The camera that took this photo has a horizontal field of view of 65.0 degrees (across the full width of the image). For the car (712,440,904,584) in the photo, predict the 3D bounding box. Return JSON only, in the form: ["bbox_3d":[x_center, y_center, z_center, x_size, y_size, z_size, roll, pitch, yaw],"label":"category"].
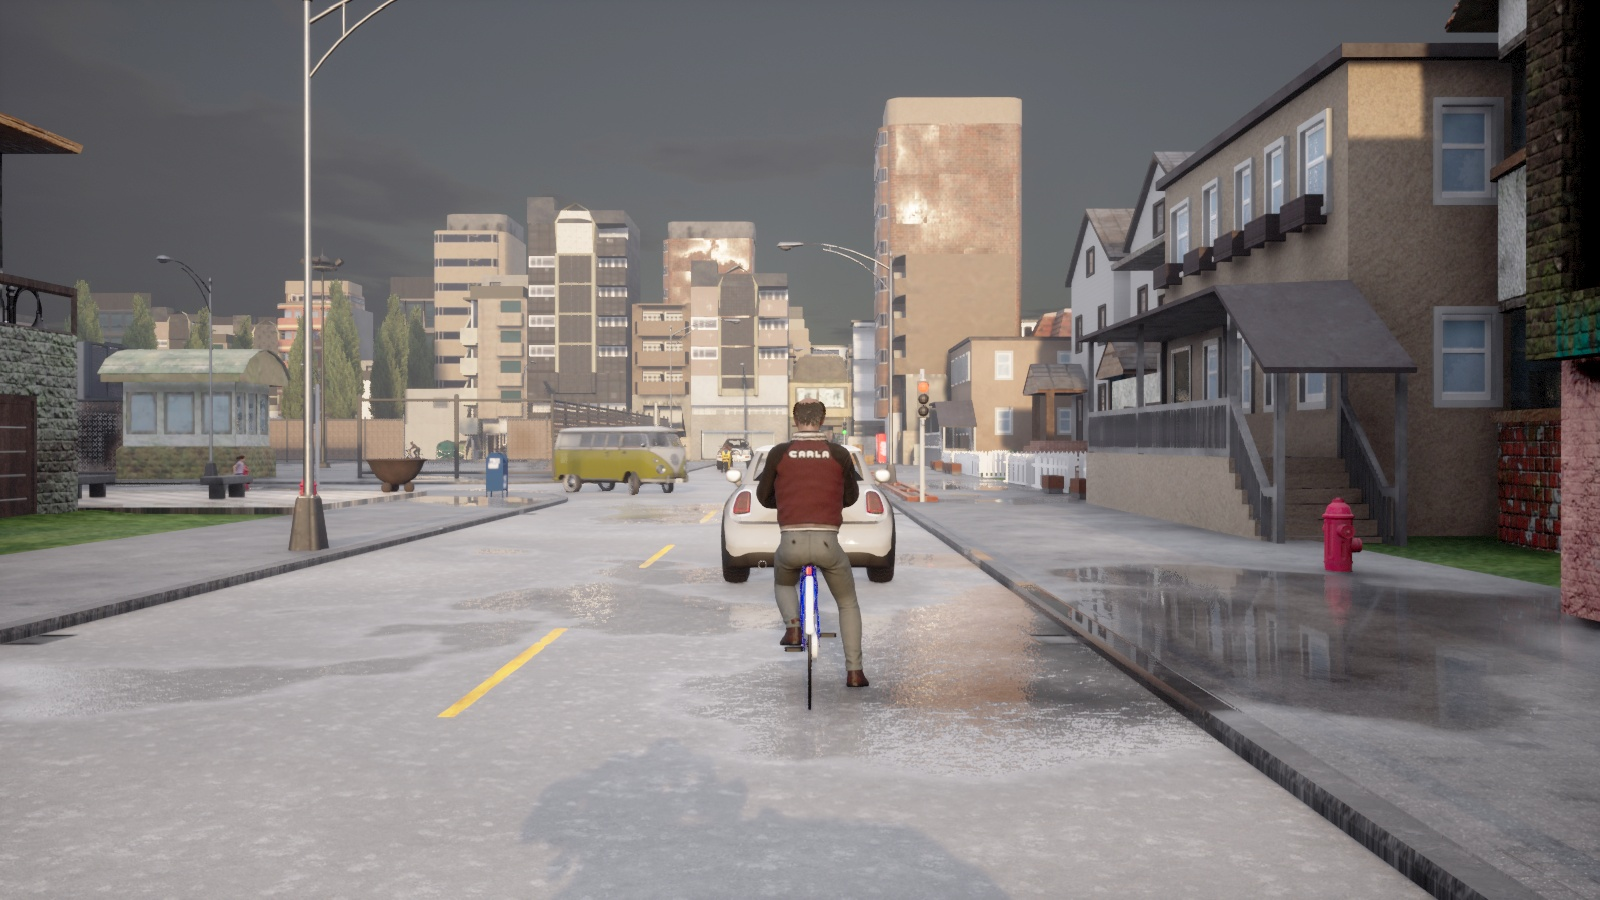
[{"bbox_3d":[0.093,0.628,14.787,1.970,1.475,3.806,0,0,0],"label":"car"}]

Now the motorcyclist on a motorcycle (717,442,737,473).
[{"bbox_3d":[-3.636,0.372,62.667,0.797,1.523,2.044,0,0,2],"label":"motorcyclist on a motorcycle"}]

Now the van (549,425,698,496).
[{"bbox_3d":[-5.269,0.284,37.175,4.442,1.987,1.775,0,0,38],"label":"van"}]

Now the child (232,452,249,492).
[{"bbox_3d":[-15.739,0.621,35.333,0.394,1.110,0.255,0,0,-16],"label":"child"}]

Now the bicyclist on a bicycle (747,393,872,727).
[{"bbox_3d":[0.056,0.574,7.591,0.659,1.776,1.843,0,1,0],"label":"bicyclist on a bicycle"}]

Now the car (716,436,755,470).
[{"bbox_3d":[-3.610,0.161,70.722,1.932,1.855,4.605,0,0,1],"label":"car"}]
